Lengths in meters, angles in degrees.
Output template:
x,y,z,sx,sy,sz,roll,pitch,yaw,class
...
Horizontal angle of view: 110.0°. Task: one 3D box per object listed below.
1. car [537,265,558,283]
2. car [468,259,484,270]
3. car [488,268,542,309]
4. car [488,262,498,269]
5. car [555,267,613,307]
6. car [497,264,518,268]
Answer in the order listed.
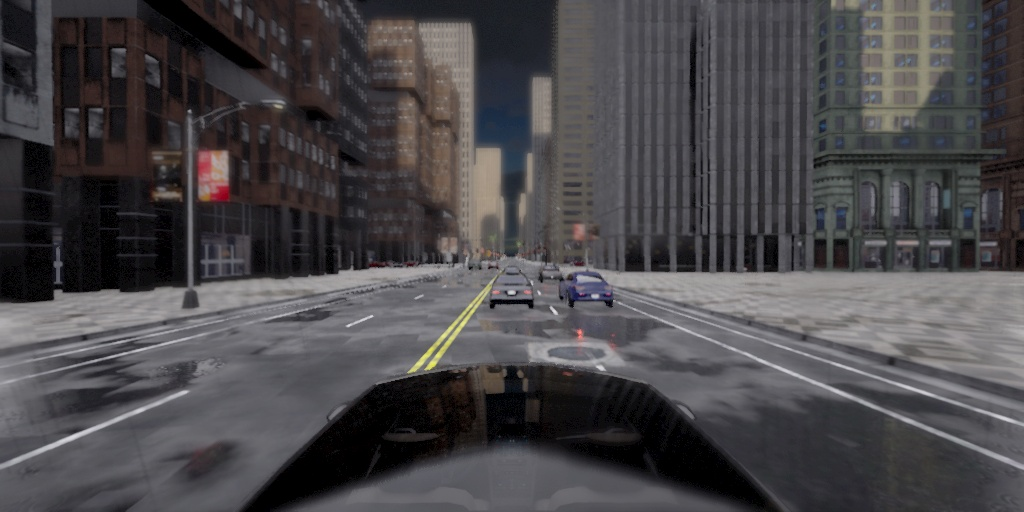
x,y,z,sx,sy,sz,roll,pitch,yaw,class
3.227,1.508,31.138,2.128,1.511,4.902,0,0,0,car
-6.602,1.484,64.524,2.150,2.045,5.566,0,0,0,car
-0.011,1.429,15.824,2.033,1.411,5.357,0,0,0,car
-3.349,1.754,65.047,1.882,1.535,5.008,0,0,0,car
3.242,1.411,16.233,1.812,1.442,4.674,0,0,0,car
-0.021,1.579,31.120,1.994,1.385,4.181,0,0,0,car
